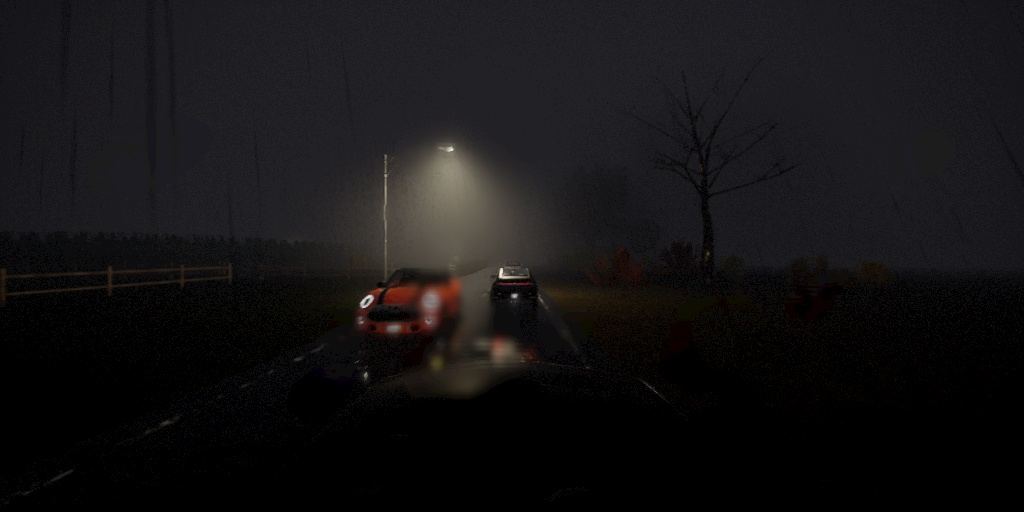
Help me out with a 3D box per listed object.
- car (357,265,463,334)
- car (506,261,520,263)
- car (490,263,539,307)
[{"bbox_3d":[-2.751,1.104,10.613,2.097,1.767,4.553,0,0,0],"label":"car"},{"bbox_3d":[0.098,1.263,35.407,2.128,1.511,4.902,0,0,0],"label":"car"},{"bbox_3d":[0.100,1.245,15.480,2.128,1.511,4.902,0,0,0],"label":"car"}]
